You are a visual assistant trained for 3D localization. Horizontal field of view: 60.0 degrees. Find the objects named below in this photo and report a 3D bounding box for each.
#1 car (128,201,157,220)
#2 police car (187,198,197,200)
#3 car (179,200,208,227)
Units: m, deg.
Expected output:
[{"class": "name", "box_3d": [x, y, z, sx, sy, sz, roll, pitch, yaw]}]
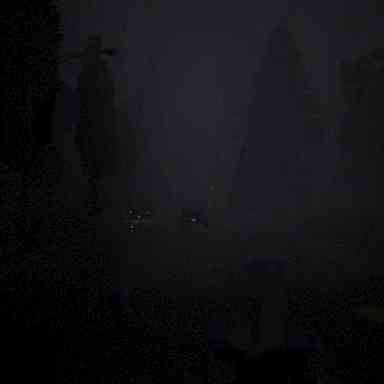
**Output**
[{"class": "car", "box_3d": [-4.073, 1.513, 28.295, 2.033, 1.411, 5.357, 0, 0, 0]}, {"class": "police car", "box_3d": [0.035, 1.462, 35.403, 2.038, 1.542, 4.974, 0, 0, 0]}, {"class": "car", "box_3d": [0.102, 1.499, 22.483, 1.812, 1.442, 4.674, 0, 0, 0]}]
